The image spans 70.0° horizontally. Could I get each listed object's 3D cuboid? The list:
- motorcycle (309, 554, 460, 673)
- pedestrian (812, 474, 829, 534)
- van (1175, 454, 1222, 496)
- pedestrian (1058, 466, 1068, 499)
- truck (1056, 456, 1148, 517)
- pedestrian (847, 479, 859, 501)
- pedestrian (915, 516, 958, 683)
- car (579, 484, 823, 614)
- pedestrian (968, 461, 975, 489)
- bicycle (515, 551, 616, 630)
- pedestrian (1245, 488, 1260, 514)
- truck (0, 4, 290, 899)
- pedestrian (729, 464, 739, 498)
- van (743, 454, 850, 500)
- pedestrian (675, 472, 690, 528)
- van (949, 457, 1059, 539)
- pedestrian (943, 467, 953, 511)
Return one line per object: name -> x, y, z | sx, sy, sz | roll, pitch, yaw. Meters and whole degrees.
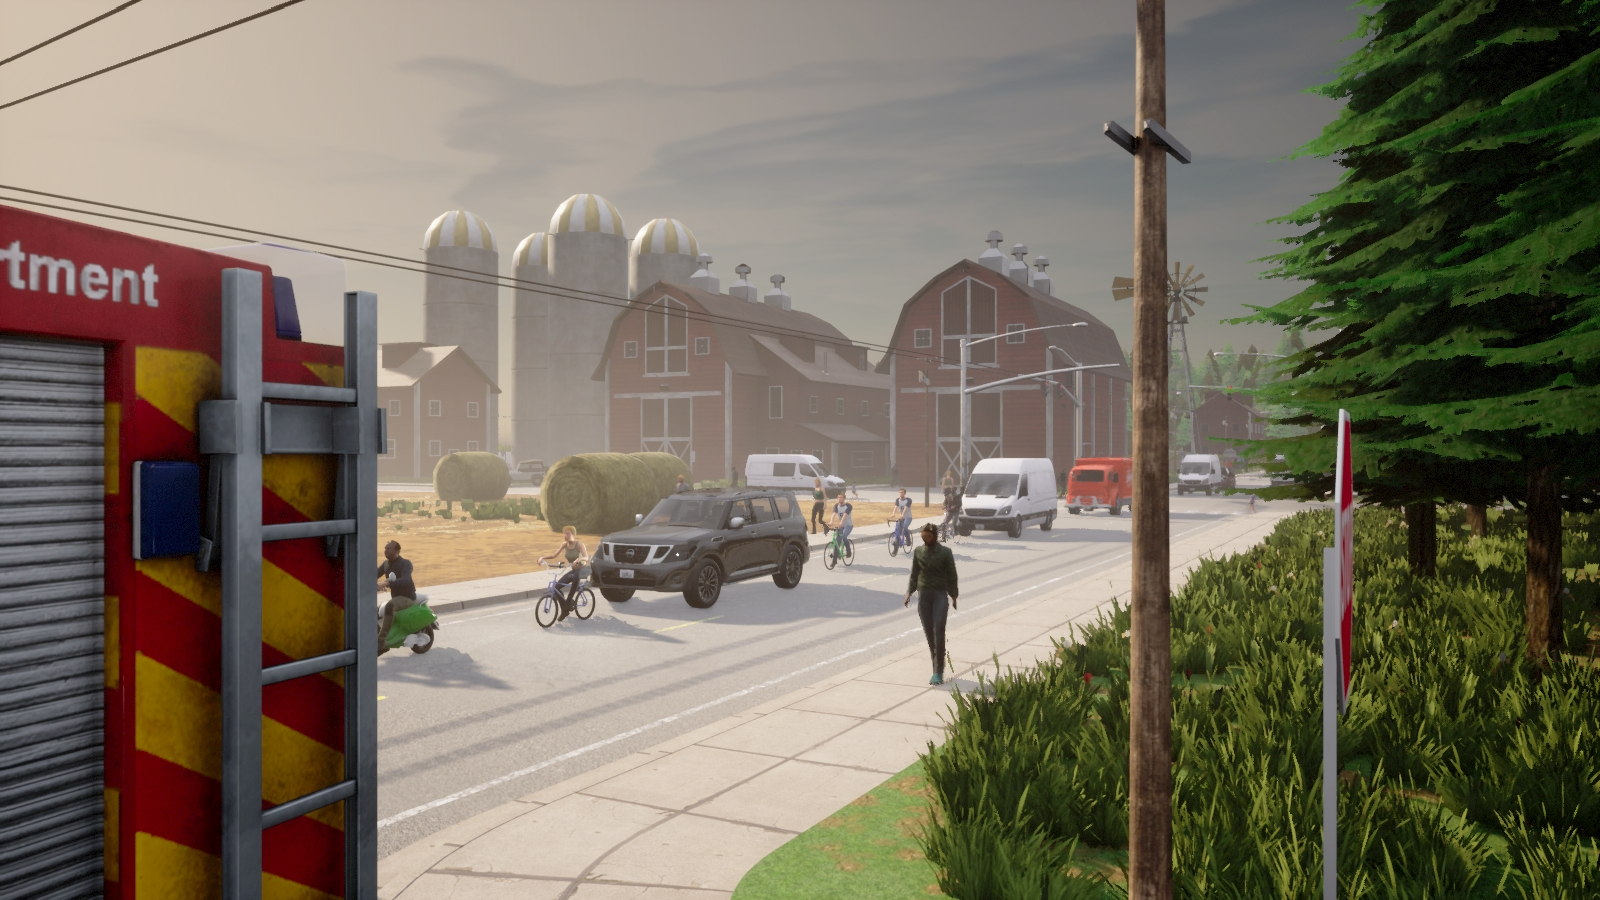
motorcycle -> -5.546, 2.142, 15.355 | 0.856, 1.316, 1.805 | 0, 0, 28
pedestrian -> 0.635, 1.695, 35.940 | 0.375, 1.860, 0.375 | 0, 0, 43
van -> 25.711, 1.534, 73.539 | 1.988, 2.561, 5.915 | 0, 0, 28
pedestrian -> 14.697, 1.823, 63.886 | 0.375, 1.860, 0.375 | 0, 0, -45
truck -> 13.470, 1.561, 50.690 | 2.627, 2.467, 5.204 | 0, 1, 31
pedestrian -> 2.730, 2.049, 58.745 | 0.500, 1.100, 0.500 | 0, 0, 17
pedestrian -> 1.568, 1.696, 13.105 | 0.375, 1.860, 0.375 | 0, 0, 28
car -> -1.731, 1.779, 22.468 | 2.150, 2.045, 5.566 | 0, 0, 27
pedestrian -> 11.523, 1.703, 76.857 | 0.375, 1.860, 0.375 | 0, 0, 28
bicycle -> -3.806, 2.256, 18.624 | 0.859, 1.080, 1.487 | 0, 0, 28
pedestrian -> 19.768, 2.227, 49.910 | 0.500, 1.100, 0.500 | 0, 0, 38
truck -> -6.046, 0.867, 3.692 | 8.468, 3.827, 2.891 | 0, 0, 21
pedestrian -> -3.573, 1.670, 61.813 | 0.375, 1.860, 0.375 | 0, 0, 35
van -> -0.223, 1.504, 65.692 | 5.915, 2.561, 1.988 | 0, 0, 27
pedestrian -> -3.959, 1.677, 38.450 | 0.375, 1.860, 0.375 | 0, 0, 28
van -> 7.076, 1.535, 38.974 | 1.988, 2.561, 5.915 | 0, 0, 28
pedestrian -> 6.354, 1.684, 49.050 | 0.375, 1.860, 0.375 | 0, 0, 14
